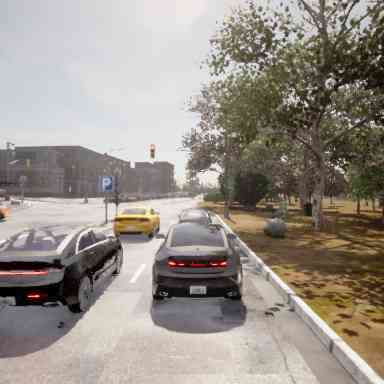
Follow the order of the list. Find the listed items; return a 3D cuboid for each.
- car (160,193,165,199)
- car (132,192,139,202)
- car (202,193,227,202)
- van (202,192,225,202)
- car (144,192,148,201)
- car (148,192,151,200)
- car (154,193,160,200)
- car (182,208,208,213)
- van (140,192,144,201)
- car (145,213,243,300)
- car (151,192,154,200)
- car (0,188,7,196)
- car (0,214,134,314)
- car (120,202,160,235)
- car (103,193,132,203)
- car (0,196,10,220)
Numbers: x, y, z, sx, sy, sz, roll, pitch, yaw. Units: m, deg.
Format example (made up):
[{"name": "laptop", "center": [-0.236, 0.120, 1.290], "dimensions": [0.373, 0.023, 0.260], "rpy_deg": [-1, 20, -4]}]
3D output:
[{"name": "car", "center": [-11.003, 1.065, 90.220], "dimensions": [5.566, 2.045, 2.435], "rpy_deg": [-1, 0, -12]}, {"name": "car", "center": [-13.800, 1.316, 66.271], "dimensions": [5.366, 1.575, 1.946], "rpy_deg": [-1, 0, -15]}, {"name": "car", "center": [4.667, 1.142, 68.843], "dimensions": [4.553, 1.767, 2.185], "rpy_deg": [1, 0, -14]}, {"name": "van", "center": [4.283, 1.043, 65.874], "dimensions": [4.442, 1.987, 1.878], "rpy_deg": [1, 0, -14]}, {"name": "car", "center": [-13.013, 1.322, 75.234], "dimensions": [4.892, 1.521, 2.231], "rpy_deg": [-1, 0, -14]}, {"name": "car", "center": [-12.640, 1.360, 78.230], "dimensions": [4.674, 1.452, 2.002], "rpy_deg": [-1, 0, -13]}, {"name": "car", "center": [-11.453, 1.358, 87.213], "dimensions": [4.674, 1.452, 2.002], "rpy_deg": [-1, 0, -12]}, {"name": "car", "center": [0.156, 1.572, 18.099], "dimensions": [2.033, 1.411, 5.357], "rpy_deg": [0, 0, 1]}, {"name": "van", "center": [-13.241, 1.093, 72.263], "dimensions": [4.442, 1.987, 1.878], "rpy_deg": [-1, 0, -14]}, {"name": "car", "center": [0.109, 1.514, 8.397], "dimensions": [1.837, 1.490, 4.892], "rpy_deg": [0, 0, 0]}, {"name": "car", "center": [-12.268, 1.359, 81.231], "dimensions": [4.674, 1.452, 2.002], "rpy_deg": [-1, 0, -13]}, {"name": "car", "center": [-31.165, 0.137, 54.147], "dimensions": [2.002, 1.452, 4.674], "rpy_deg": [6, -3, -19]}, {"name": "car", "center": [-2.894, 1.498, 7.614], "dimensions": [2.128, 1.511, 4.902], "rpy_deg": [0, 0, 0]}, {"name": "car", "center": [-2.842, 1.502, 17.874], "dimensions": [1.882, 1.535, 5.008], "rpy_deg": [0, 0, 0]}, {"name": "car", "center": [-14.444, 1.359, 63.279], "dimensions": [4.792, 1.488, 2.163], "rpy_deg": [-1, 0, -15]}, {"name": "car", "center": [-16.627, 1.404, 25.473], "dimensions": [4.553, 1.767, 2.185], "rpy_deg": [-1, 0, -19]}]
